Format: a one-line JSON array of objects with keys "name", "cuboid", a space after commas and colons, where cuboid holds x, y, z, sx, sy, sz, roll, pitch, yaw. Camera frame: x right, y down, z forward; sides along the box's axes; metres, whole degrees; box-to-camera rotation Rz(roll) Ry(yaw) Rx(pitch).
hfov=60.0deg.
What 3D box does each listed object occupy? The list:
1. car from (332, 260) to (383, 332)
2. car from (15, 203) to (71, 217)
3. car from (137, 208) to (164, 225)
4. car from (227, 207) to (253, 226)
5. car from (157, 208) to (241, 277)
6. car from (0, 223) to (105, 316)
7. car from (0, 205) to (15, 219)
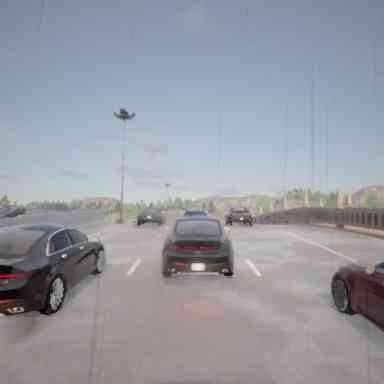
[{"name": "car", "cuboid": [3.627, 1.532, 4.585, 1.812, 1.442, 4.674, 0, 0, 0]}, {"name": "car", "cuboid": [-10.435, 1.572, 24.261, 2.097, 1.767, 4.553, 0, -3, 1]}, {"name": "car", "cuboid": [-3.242, 1.999, 27.237, 1.994, 1.385, 4.181, 0, -4, 0]}, {"name": "car", "cuboid": [3.760, 1.986, 27.478, 2.128, 1.511, 4.902, 0, -4, 0]}, {"name": "car", "cuboid": [0.160, 1.474, 10.099, 1.837, 1.490, 4.892, 0, 0, 0]}, {"name": "car", "cuboid": [-3.356, 1.462, 7.460, 1.837, 1.490, 4.892, 0, 0, 0]}, {"name": "car", "cuboid": [-13.926, 1.740, 25.194, 2.128, 1.511, 4.902, 0, -3, 1]}]
